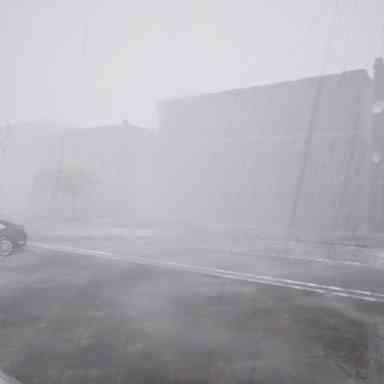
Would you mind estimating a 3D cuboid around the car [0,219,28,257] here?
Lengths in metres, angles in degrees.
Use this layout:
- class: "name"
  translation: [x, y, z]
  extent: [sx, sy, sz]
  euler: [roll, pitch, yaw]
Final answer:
- class: "car"
  translation: [-8.175, 1.594, 11.244]
  extent: [2.231, 1.521, 4.892]
  euler: [-1, 0, 36]
